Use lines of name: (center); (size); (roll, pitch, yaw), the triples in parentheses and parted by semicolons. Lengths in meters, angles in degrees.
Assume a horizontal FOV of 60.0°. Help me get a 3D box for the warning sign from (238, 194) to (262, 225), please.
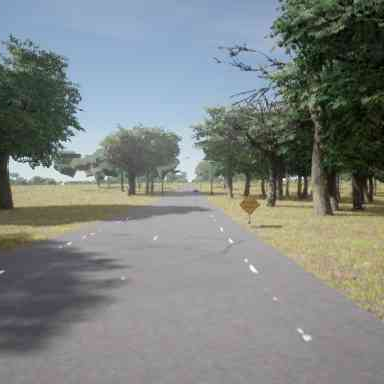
warning sign: (3.553, 1.074, 20.496); (1.300, 1.860, 1.060); (0, 0, 0)
